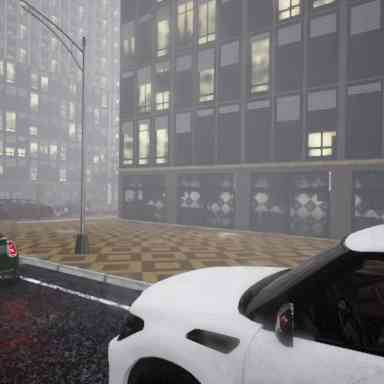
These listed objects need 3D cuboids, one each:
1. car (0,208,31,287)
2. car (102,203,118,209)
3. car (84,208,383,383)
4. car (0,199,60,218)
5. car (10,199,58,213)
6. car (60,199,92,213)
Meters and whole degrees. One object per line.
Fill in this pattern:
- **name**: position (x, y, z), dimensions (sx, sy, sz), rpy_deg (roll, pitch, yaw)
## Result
- **car**: position (-6.211, 1.348, 8.089), dimensions (4.553, 1.767, 2.097), rpy_deg (0, 0, 35)
- **car**: position (-8.387, 1.828, 39.428), dimensions (1.752, 1.417, 4.829), rpy_deg (1, 0, 36)
- **car**: position (1.864, 1.222, 2.353), dimensions (5.566, 2.045, 2.150), rpy_deg (0, 0, 36)
- **car**: position (-15.171, 1.518, 30.206), dimensions (2.192, 1.841, 5.009), rpy_deg (1, 0, 36)
- **car**: position (-18.682, 1.641, 39.576), dimensions (1.752, 1.417, 4.829), rpy_deg (1, 0, 36)
- **car**: position (-14.607, 1.692, 40.729), dimensions (1.837, 1.490, 4.892), rpy_deg (1, 0, 36)
